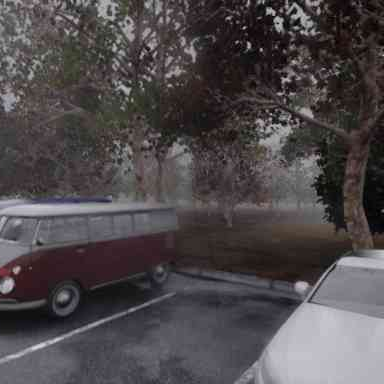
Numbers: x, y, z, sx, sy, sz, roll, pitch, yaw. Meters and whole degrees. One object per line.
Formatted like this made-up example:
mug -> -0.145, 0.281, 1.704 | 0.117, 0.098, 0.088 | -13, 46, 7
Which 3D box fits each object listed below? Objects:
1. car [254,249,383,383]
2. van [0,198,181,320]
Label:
car -> 2.404, 1.519, 4.050 | 2.002, 1.452, 4.674 | 0, 0, 36
van -> -2.192, 1.231, 7.196 | 1.878, 1.987, 4.442 | 0, 0, 36
